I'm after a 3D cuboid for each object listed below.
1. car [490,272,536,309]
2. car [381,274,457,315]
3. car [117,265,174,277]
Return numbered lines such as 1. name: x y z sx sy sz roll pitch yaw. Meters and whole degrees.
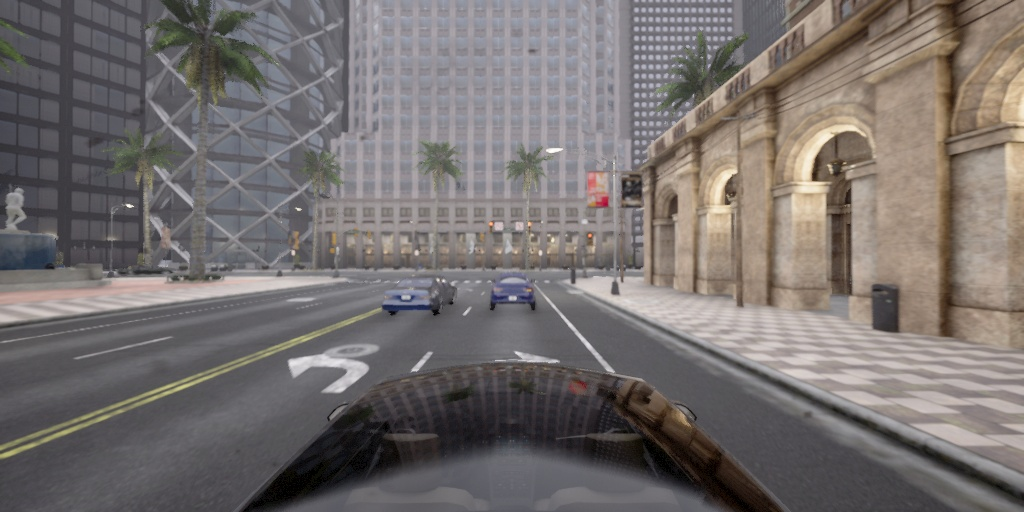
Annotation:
1. car: 0.050 1.428 15.664 1.812 1.442 4.674 0 0 1
2. car: -3.466 1.436 14.296 2.033 1.411 5.357 0 -1 0
3. car: -42.999 1.740 42.175 1.895 1.301 4.718 -1 -1 41
